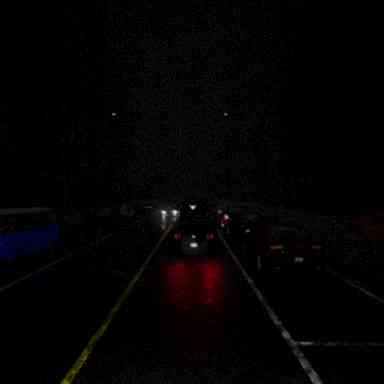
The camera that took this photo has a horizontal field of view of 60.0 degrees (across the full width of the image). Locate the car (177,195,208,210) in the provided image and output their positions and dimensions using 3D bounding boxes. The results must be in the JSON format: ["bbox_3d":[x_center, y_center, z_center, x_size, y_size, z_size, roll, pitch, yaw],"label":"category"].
[{"bbox_3d":[0.083,1.421,30.234,2.150,2.045,5.566,0,-1,0],"label":"car"}]

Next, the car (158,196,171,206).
[{"bbox_3d":[-5.774,1.990,66.811,1.887,1.381,4.507,0,0,0],"label":"car"}]

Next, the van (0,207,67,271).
[{"bbox_3d":[-5.767,1.413,10.793,1.690,1.788,3.998,0,0,0],"label":"van"}]

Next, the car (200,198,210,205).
[{"bbox_3d":[2.751,2.035,72.420,2.008,1.369,4.403,0,0,0],"label":"car"}]

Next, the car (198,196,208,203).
[{"bbox_3d":[2.749,1.875,83.625,2.192,1.841,5.009,0,0,0],"label":"car"}]

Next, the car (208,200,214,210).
[{"bbox_3d":[2.756,1.803,33.208,1.802,1.307,4.206,0,0,0],"label":"car"}]

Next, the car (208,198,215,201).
[{"bbox_3d":[2.754,1.840,44.411,1.887,1.381,4.507,0,0,0],"label":"car"}]

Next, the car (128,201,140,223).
[{"bbox_3d":[-5.769,1.707,27.427,1.752,1.417,4.829,0,0,0],"label":"car"}]

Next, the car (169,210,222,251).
[{"bbox_3d":[0.080,1.698,14.579,1.895,1.301,4.718,0,0,0],"label":"car"}]

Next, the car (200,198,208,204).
[{"bbox_3d":[2.750,2.048,78.191,1.752,1.417,4.829,0,0,0],"label":"car"}]

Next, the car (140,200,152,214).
[{"bbox_3d":[-5.771,1.697,38.802,1.967,1.590,4.097,0,0,0],"label":"car"}]

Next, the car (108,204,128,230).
[{"bbox_3d":[-5.768,1.691,21.995,1.887,1.381,4.507,0,0,0],"label":"car"}]

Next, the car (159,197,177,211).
[{"bbox_3d":[-3.092,1.816,46.778,1.837,1.490,4.892,0,-1,0],"label":"car"}]

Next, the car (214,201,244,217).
[{"bbox_3d":[2.757,1.587,22.005,1.967,1.590,4.097,0,0,0],"label":"car"}]

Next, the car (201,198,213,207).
[{"bbox_3d":[2.752,1.848,61.217,1.967,1.590,4.097,0,0,0],"label":"car"}]

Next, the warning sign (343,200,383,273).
[{"bbox_3d":[5.070,1.177,9.218,1.300,1.860,1.060,0,0,0],"label":"warning sign"}]

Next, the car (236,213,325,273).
[{"bbox_3d":[2.759,1.617,10.801,1.887,1.381,4.507,0,0,0],"label":"car"}]

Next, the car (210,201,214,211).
[{"bbox_3d":[2.756,1.710,27.776,1.752,1.417,4.829,0,0,0],"label":"car"}]

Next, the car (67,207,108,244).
[{"bbox_3d":[-5.767,1.653,16.393,1.887,1.381,4.507,0,0,0],"label":"car"}]

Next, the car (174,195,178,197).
[{"bbox_3d":[-5.777,1.912,89.222,2.192,1.841,5.009,0,0,0],"label":"car"}]

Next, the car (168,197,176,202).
[{"bbox_3d":[-5.777,2.202,94.821,1.947,1.339,4.313,0,0,0],"label":"car"}]

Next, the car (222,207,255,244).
[{"bbox_3d":[2.758,1.654,16.403,1.887,1.381,4.507,0,0,0],"label":"car"}]

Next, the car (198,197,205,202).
[{"bbox_3d":[2.748,2.202,94.826,1.947,1.339,4.313,0,0,0],"label":"car"}]
